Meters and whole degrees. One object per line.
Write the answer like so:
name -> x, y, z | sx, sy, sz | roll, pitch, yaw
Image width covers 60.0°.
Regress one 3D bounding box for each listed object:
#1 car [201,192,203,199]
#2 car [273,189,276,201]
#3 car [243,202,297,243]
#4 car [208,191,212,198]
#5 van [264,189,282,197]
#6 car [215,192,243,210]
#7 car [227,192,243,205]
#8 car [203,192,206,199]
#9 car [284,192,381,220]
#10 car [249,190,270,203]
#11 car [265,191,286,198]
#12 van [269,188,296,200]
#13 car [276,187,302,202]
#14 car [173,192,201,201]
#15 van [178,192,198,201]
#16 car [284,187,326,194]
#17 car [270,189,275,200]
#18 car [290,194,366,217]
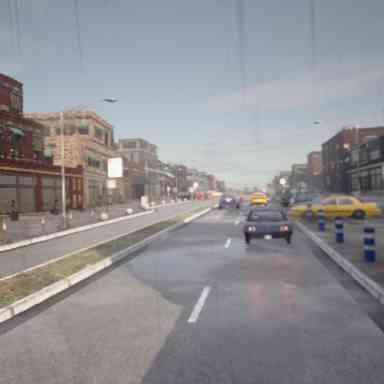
car -> -0.458, 1.264, 81.842 | 4.792, 1.488, 2.163 | -2, 0, 11
car -> 12.615, 0.693, 40.079 | 4.892, 1.521, 2.231 | -2, 0, 11
car -> 3.303, 1.388, 14.887 | 1.895, 1.301, 4.718 | -2, 1, 11
car -> 2.132, 0.900, 95.486 | 5.566, 2.045, 2.435 | -2, 0, 11
van -> 21.600, 0.270, 88.890 | 4.442, 1.987, 1.878 | -2, 0, 11
car -> 4.059, 0.883, 35.623 | 2.097, 1.767, 4.553 | -2, 0, 11
car -> 6.240, 0.893, 47.472 | 1.882, 1.535, 5.008 | -2, 0, 11
car -> -0.024, 0.973, 84.458 | 5.566, 2.045, 2.435 | -2, 0, 11
car -> 8.890, 0.972, 21.150 | 5.366, 1.575, 1.946 | -2, 1, 11
car -> 7.991, 0.849, 40.182 | 1.882, 1.535, 5.008 | -2, 1, 11
car -> 20.175, 0.570, 80.740 | 4.792, 1.488, 2.163 | -2, 0, 11
van -> 16.028, 0.370, 59.068 | 4.442, 1.987, 1.878 | -2, 0, 11
car -> 10.607, 0.577, 29.236 | 5.566, 2.045, 2.435 | -2, 1, 11
car -> -1.593, 1.005, 76.271 | 5.566, 2.045, 2.435 | -2, 0, 11
van -> -0.926, 1.017, 78.971 | 4.442, 1.987, 1.878 | -2, 0, 11
car -> 10.047, 0.747, 26.540 | 4.553, 1.767, 2.185 | -2, 1, 11
car -> 13.625, 0.645, 45.497 | 5.008, 1.535, 2.097 | -2, 0, 11
car -> 9.582, 0.959, 23.826 | 4.674, 1.452, 2.002 | -2, 1, 11
